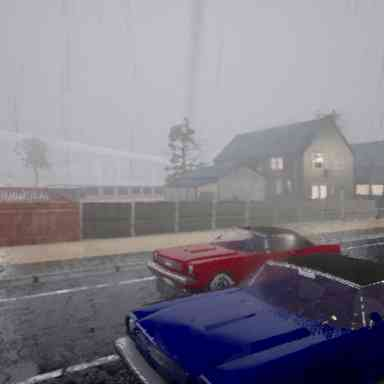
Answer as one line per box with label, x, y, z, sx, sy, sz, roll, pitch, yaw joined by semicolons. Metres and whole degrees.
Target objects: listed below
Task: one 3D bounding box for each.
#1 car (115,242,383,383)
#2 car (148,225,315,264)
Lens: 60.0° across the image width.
car;1.530;1.568;4.210;4.718;1.301;1.895;0;1;-33
car;1.382;1.526;7.989;4.718;1.301;1.895;0;1;-33
